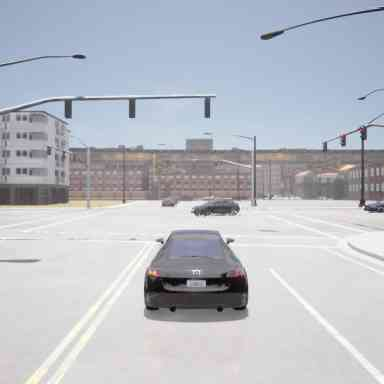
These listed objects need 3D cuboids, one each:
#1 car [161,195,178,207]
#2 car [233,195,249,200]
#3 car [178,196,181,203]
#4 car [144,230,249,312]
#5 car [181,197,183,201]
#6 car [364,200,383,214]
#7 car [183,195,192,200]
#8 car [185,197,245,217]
[{"bbox_3d":[-3.637,1.526,51.769,1.812,1.442,4.674,0,0,0],"label":"car"},{"bbox_3d":[13.317,1.524,90.699,4.902,1.511,2.128,0,0,-24],"label":"car"},{"bbox_3d":[-3.634,1.491,60.909,2.128,1.511,4.902,0,0,0],"label":"car"},{"bbox_3d":[0.077,1.564,7.792,1.994,1.385,4.181,0,0,0],"label":"car"},{"bbox_3d":[-3.559,1.500,71.062,1.837,1.490,4.892,0,0,0],"label":"car"},{"bbox_3d":[19.320,1.405,32.748,4.181,1.385,1.994,-1,0,1],"label":"car"},{"bbox_3d":[-1.190,1.500,81.232,1.837,1.490,4.892,0,0,23],"label":"car"},{"bbox_3d":[2.136,1.469,30.686,4.892,1.490,1.837,0,-2,-30],"label":"car"}]
